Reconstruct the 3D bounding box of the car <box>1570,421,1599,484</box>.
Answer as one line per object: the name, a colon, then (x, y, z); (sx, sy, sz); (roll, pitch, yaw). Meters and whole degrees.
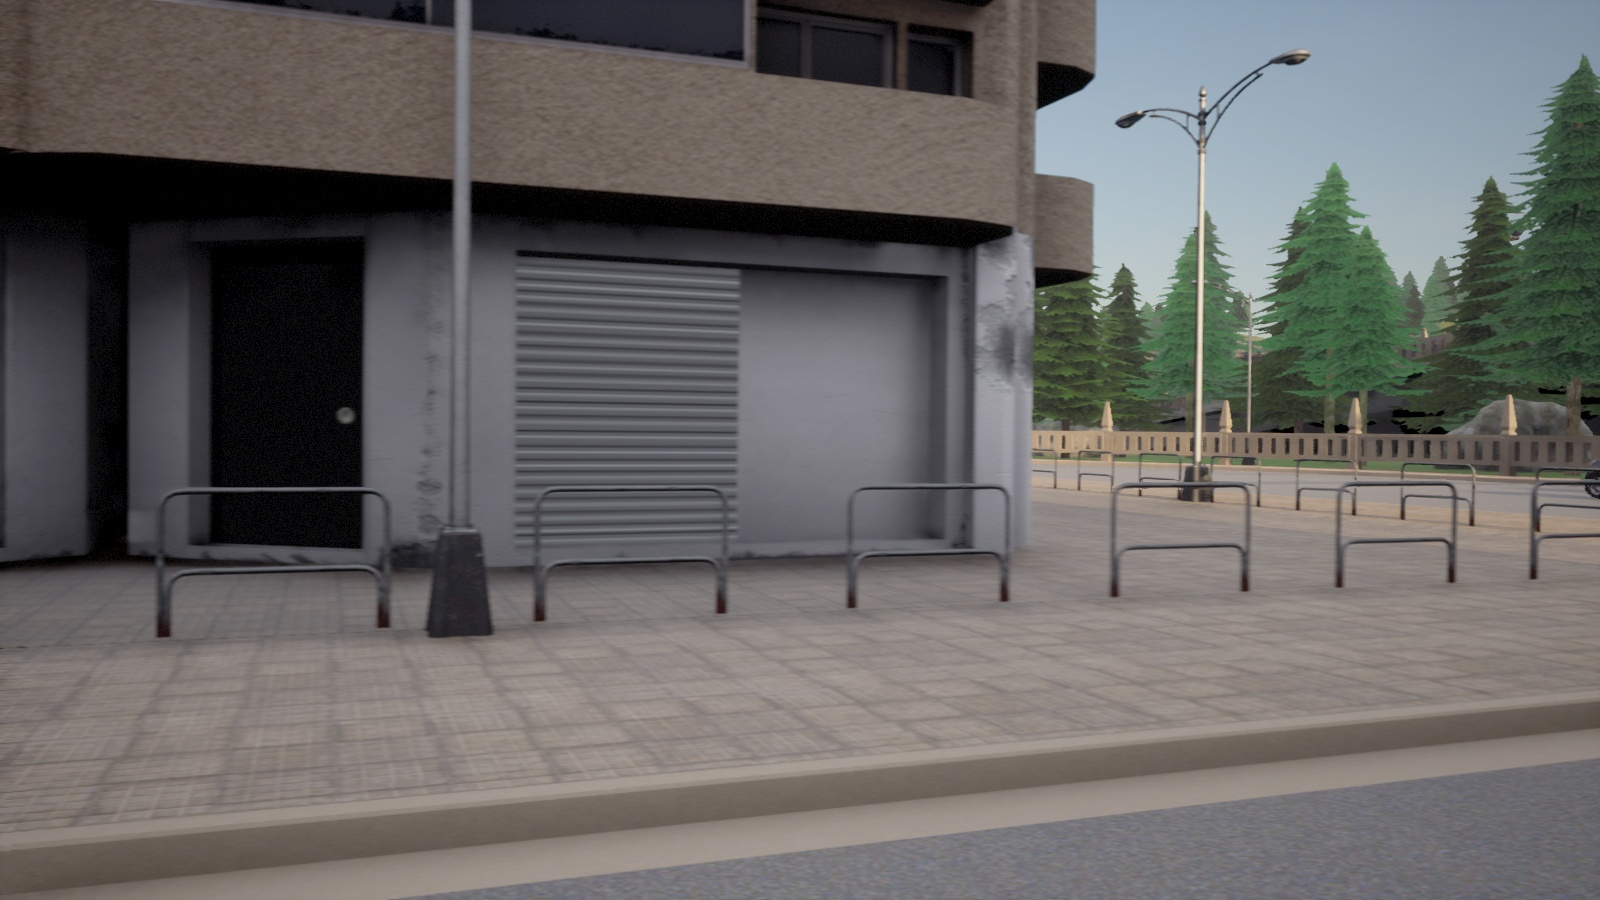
car: (20.410, 0.056, 29.475); (1.845, 1.501, 3.633); (-1, 1, -20)
